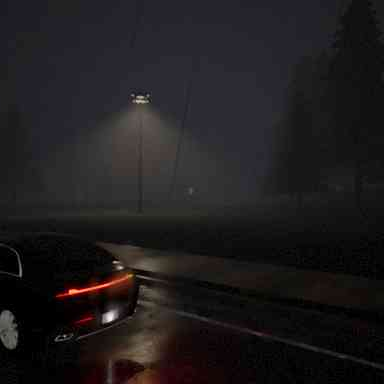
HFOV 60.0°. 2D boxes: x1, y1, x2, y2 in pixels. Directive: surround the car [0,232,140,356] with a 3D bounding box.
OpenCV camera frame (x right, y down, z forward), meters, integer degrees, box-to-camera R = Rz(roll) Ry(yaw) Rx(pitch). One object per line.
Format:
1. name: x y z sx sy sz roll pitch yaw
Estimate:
1. car: -3.123 1.504 6.101 4.892 1.490 1.837 0 0 36
